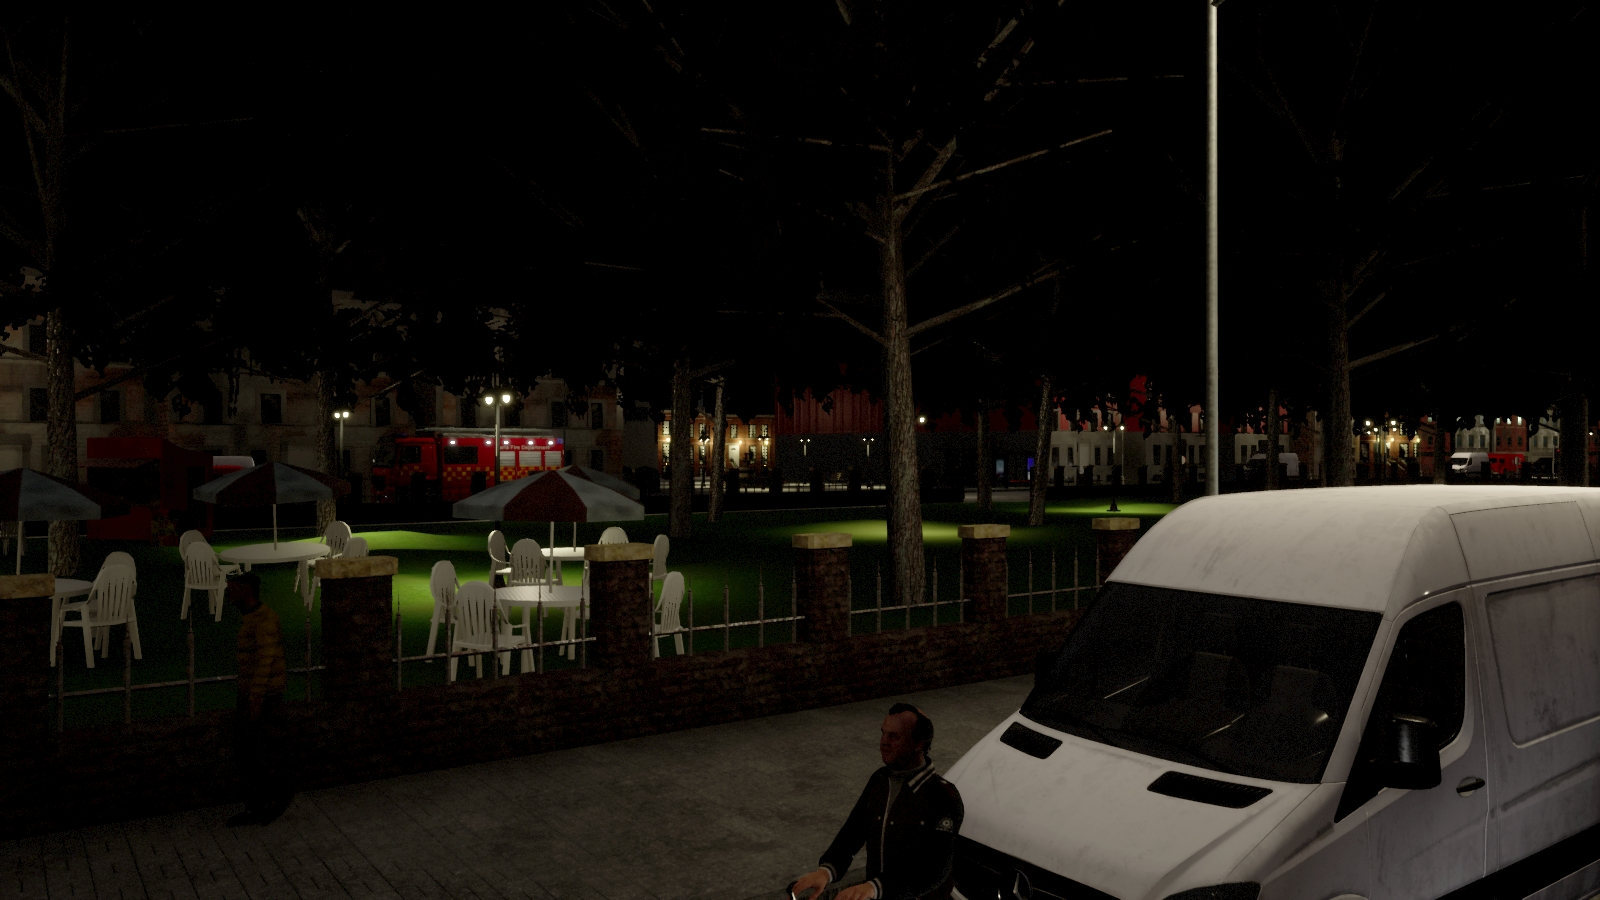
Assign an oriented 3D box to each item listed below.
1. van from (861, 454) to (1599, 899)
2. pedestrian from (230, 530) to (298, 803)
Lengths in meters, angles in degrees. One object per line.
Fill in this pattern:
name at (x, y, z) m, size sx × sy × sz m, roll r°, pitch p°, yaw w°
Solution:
van at (3.302, 1.314, 6.746) m, size 5.915 × 2.561 × 1.988 m, roll 0°, pitch 0°, yaw -35°
pedestrian at (-3.854, 1.525, 8.208) m, size 0.375 × 1.860 × 0.375 m, roll 0°, pitch 0°, yaw -37°
